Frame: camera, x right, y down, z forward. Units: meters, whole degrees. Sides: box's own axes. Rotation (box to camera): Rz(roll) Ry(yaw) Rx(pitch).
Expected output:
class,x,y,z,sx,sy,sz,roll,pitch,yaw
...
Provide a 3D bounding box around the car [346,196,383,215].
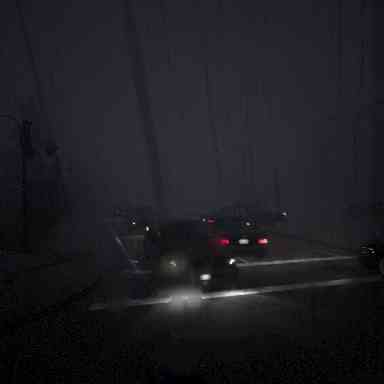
class,x,y,z,sx,sy,sz,roll,pitch,yaw
car,15.546,1.355,29.271,1.970,1.475,3.806,0,0,-17

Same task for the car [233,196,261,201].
class,x,y,z,sx,sy,sz,roll,pitch,yaw
car,7.266,1.287,46.207,2.007,1.523,4.514,0,0,-17

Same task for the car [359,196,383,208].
class,x,y,z,sx,sy,sz,roll,pitch,yaw
car,23.819,1.273,43.279,1.845,1.501,3.633,0,0,-17

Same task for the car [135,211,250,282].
class,x,y,z,sx,sy,sz,roll,pitch,yaw
car,-0.368,1.543,10.140,2.033,1.411,5.357,0,0,-15

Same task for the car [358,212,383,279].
class,x,y,z,sx,sy,sz,roll,pitch,yaw
car,6.785,1.475,7.997,5.008,1.535,1.882,0,0,36

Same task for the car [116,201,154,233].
class,x,y,z,sx,sy,sz,roll,pitch,yaw
car,-3.127,1.529,19.967,2.033,1.411,5.357,0,0,-17

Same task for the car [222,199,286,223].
class,x,y,z,sx,sy,sz,roll,pitch,yaw
car,2.907,1.467,19.486,5.357,1.411,2.033,-3,2,-26

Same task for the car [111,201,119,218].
class,x,y,z,sx,sy,sz,roll,pitch,yaw
car,-6.313,1.516,30.111,2.033,1.411,5.357,0,0,-17

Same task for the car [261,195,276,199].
class,x,y,z,sx,sy,sz,roll,pitch,yaw
car,10.252,1.277,47.171,2.152,1.636,5.027,0,0,-17

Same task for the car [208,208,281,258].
class,x,y,z,sx,sy,sz,roll,pitch,yaw
car,1.401,1.540,12.554,2.033,1.411,5.357,0,0,-4
